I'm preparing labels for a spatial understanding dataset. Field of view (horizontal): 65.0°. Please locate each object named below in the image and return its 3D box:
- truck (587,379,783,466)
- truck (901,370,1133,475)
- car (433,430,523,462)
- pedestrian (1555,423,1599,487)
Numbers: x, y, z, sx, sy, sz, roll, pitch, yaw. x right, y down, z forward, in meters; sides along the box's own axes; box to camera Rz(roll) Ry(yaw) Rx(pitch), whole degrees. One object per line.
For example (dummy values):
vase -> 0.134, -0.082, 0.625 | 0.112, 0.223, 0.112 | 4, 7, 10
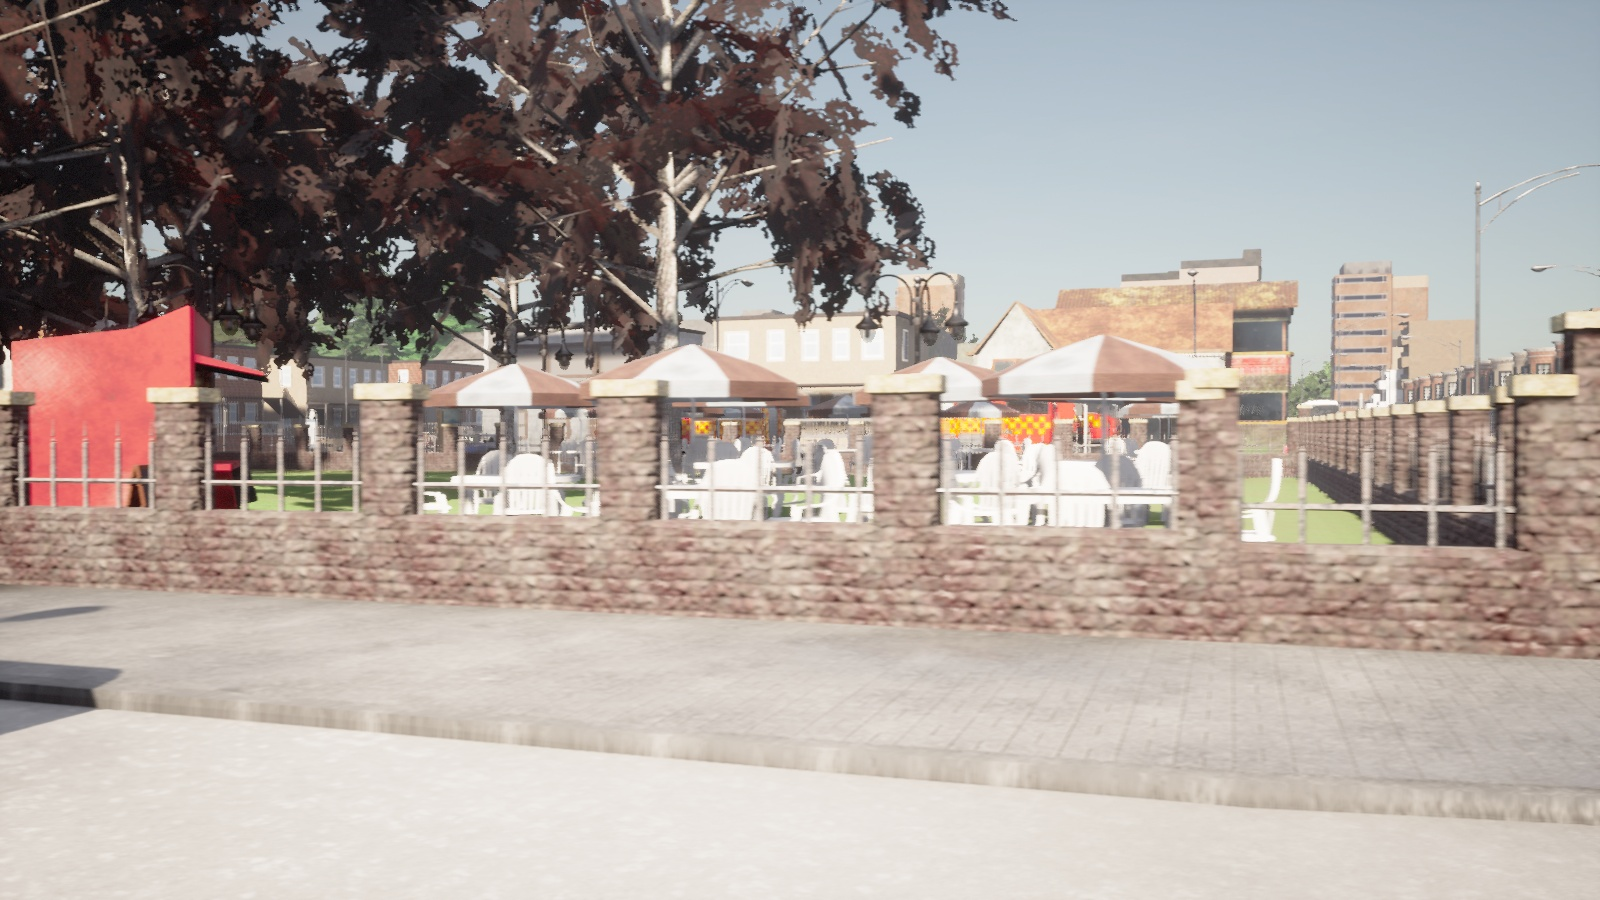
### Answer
truck -> -5.270, -1.256, 57.571 | 8.468, 3.827, 2.891 | 1, 1, 19
truck -> 8.397, -1.068, 48.642 | 8.468, 3.827, 2.891 | 1, 1, 19
car -> -15.674, -0.218, 61.158 | 3.806, 1.475, 1.970 | 1, 1, 19
pedestrian -> 22.641, 0.132, 36.552 | 0.899, 1.844, 0.634 | 0, 1, -2
